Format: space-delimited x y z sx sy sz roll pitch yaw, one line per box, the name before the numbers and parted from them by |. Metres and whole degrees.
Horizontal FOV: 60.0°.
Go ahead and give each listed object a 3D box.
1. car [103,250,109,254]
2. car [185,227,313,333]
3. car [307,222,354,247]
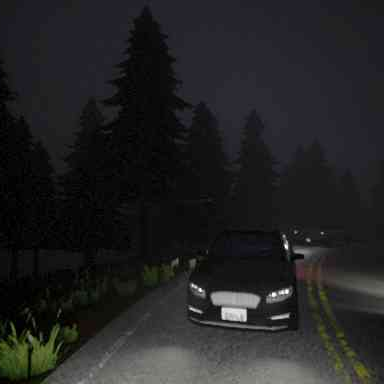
car | -18.984 13.669 73.882 4.181 1.381 1.994 -3 -5 32
car | 1.277 1.559 7.162 2.128 1.511 4.902 -1 -2 16
car | 7.607 2.389 19.126 1.895 1.301 4.718 -4 -7 42
